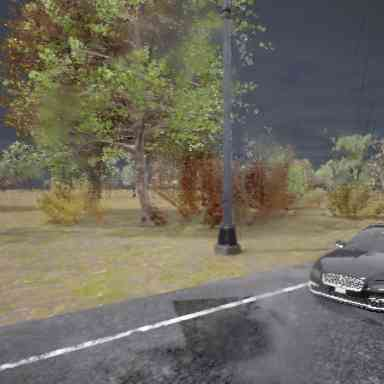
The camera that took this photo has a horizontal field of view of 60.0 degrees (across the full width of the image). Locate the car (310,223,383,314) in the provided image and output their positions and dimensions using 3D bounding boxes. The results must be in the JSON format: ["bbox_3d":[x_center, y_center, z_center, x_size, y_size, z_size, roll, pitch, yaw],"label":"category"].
[{"bbox_3d":[4.587,1.472,7.311,4.892,1.490,1.837,0,0,-36],"label":"car"}]
